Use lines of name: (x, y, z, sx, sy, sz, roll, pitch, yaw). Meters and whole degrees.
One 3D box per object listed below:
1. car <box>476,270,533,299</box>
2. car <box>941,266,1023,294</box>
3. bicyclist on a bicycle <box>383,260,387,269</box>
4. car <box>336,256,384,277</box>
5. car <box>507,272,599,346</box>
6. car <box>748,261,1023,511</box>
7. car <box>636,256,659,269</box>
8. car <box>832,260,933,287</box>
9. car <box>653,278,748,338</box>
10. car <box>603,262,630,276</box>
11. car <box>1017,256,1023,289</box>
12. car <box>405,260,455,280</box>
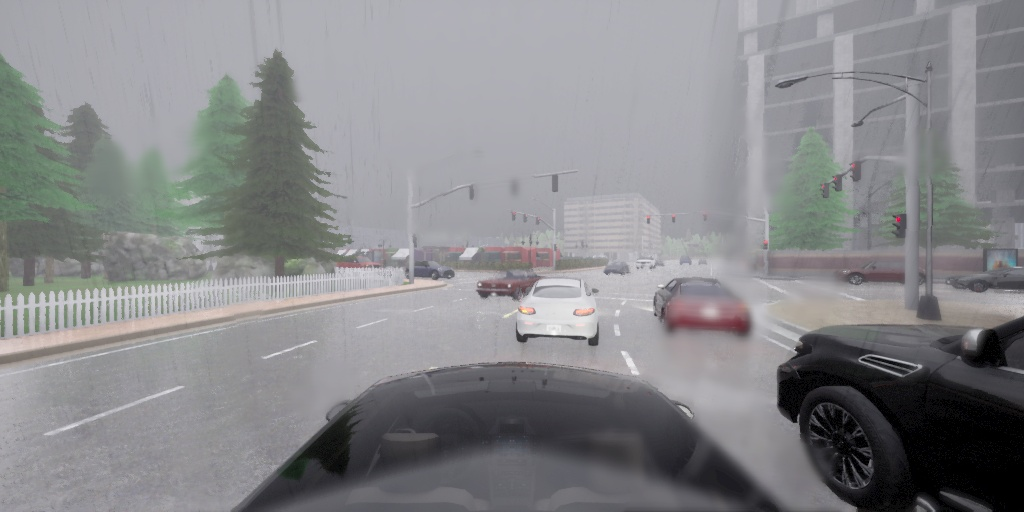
car: (0.091, 1.349, 17.570, 1.895, 1.301, 4.718, 0, 0, 24)
car: (28.011, 1.331, 20.151, 4.674, 1.442, 1.812, 0, 0, 29)
bicyclist on a bicycle: (-15.714, 1.258, 44.291, 0.582, 1.620, 1.656, 0, 0, -22)
car: (-15.646, 1.027, 36.692, 5.566, 2.045, 2.150, 0, 0, 30)
car: (1.279, 1.276, 9.421, 1.812, 1.442, 4.674, 0, 0, 11)
car: (3.737, 0.971, 1.199, 2.150, 2.045, 5.566, 0, 0, 0)
car: (20.530, 0.972, 54.872, 2.150, 2.045, 5.566, 0, 0, 29)
car: (25.926, 1.157, 25.385, 4.553, 1.767, 2.097, 0, 0, 30)
car: (5.301, 1.314, 10.427, 1.994, 1.385, 4.181, 0, 0, 17)
car: (11.323, 1.320, 38.402, 2.033, 1.411, 5.357, 0, 1, 29)
car: (34.261, 1.027, 20.651, 5.566, 2.045, 2.150, 0, 0, 30)
car: (-7.306, 1.157, 31.952, 4.553, 1.767, 2.097, 0, 0, 30)
